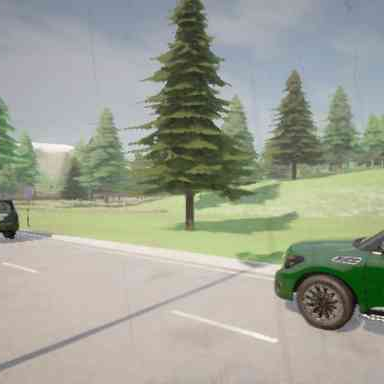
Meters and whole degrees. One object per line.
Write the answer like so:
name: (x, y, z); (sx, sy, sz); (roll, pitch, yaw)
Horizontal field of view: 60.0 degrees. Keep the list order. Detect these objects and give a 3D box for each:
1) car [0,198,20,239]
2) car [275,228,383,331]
car: (-10.936, 1.323, 16.943); (5.566, 2.045, 2.150); (0, -1, 38)
car: (4.208, 1.282, 5.331); (5.566, 2.045, 2.150); (0, -1, 36)
